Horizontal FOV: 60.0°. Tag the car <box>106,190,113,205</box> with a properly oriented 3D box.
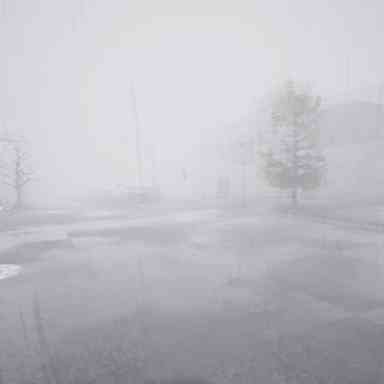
[{"bbox_3d":[-6.543,0.753,36.483,2.002,1.452,4.674,-1,-1,43],"label":"car"}]

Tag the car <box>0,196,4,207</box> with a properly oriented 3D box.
[{"bbox_3d":[-24.741,1.120,41.639,1.882,1.535,5.008,-1,0,-27],"label":"car"}]

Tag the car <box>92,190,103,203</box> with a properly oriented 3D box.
[{"bbox_3d":[-9.340,0.763,41.667,1.946,1.575,5.366,0,0,43],"label":"car"}]

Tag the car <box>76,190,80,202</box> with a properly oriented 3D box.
[{"bbox_3d":[-15.782,0.891,55.246,1.946,1.575,5.366,-1,-1,43],"label":"car"}]

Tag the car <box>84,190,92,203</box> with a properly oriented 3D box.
[{"bbox_3d":[-13.207,0.717,49.808,2.185,1.767,4.553,0,0,43],"label":"car"}]

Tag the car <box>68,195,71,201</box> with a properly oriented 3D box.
[{"bbox_3d":[-19.907,0.730,63.112,2.435,2.045,5.566,-2,-1,43],"label":"car"}]

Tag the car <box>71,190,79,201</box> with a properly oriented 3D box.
[{"bbox_3d":[-18.577,0.949,60.429,2.097,1.535,5.008,-1,0,43],"label":"car"}]

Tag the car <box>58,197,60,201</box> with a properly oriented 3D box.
[{"bbox_3d":[-29.282,1.383,81.695,2.097,1.535,5.008,-3,-2,43],"label":"car"}]

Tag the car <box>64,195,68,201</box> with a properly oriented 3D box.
[{"bbox_3d":[-22.613,0.816,68.383,2.435,2.045,5.566,-1,-1,43],"label":"car"}]

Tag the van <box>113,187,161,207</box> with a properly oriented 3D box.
[{"bbox_3d":[-5.281,0.462,33.735,1.878,1.987,4.442,0,0,43],"label":"van"}]

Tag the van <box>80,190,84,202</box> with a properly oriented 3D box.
[{"bbox_3d":[-14.646,0.643,52.360,1.878,1.987,4.442,0,0,43],"label":"van"}]

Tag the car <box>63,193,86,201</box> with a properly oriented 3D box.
[{"bbox_3d":[-27.917,1.182,79.064,2.185,1.767,4.553,-2,-1,43],"label":"car"}]

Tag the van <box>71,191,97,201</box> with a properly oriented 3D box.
[{"bbox_3d":[-21.338,0.796,65.663,1.878,1.987,4.442,-1,-1,43],"label":"van"}]

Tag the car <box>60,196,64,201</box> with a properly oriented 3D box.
[{"bbox_3d":[-26.725,1.235,76.241,1.946,1.575,5.366,-2,-1,43],"label":"car"}]

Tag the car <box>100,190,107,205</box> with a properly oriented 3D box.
[{"bbox_3d":[-7.873,0.779,39.143,2.002,1.452,4.674,0,0,43],"label":"car"}]
